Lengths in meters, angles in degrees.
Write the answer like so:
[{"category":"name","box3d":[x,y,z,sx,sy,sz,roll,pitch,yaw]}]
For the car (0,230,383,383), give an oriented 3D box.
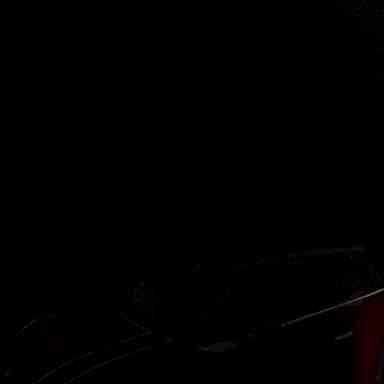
[{"category":"car","box3d":[0.376,1.369,3.549,4.553,1.767,2.097,1,0,-34]}]
